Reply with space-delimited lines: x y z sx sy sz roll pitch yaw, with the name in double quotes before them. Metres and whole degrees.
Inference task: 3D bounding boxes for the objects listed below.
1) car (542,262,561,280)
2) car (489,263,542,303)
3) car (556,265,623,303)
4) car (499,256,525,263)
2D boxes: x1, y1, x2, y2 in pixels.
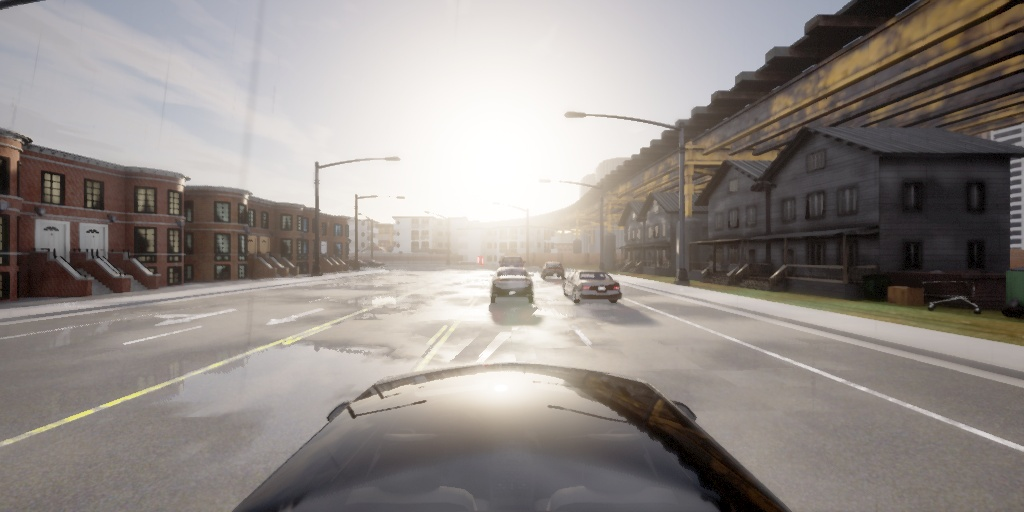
"car" 3.500 1.266 31.500 1.837 1.490 4.892 0 0 0
"car" 0.000 1.245 16.500 2.128 1.511 4.902 0 0 0
"car" 3.500 1.313 16.500 2.033 1.411 5.357 0 0 0
"car" 0.000 1.008 31.530 2.150 2.045 5.566 0 0 0
